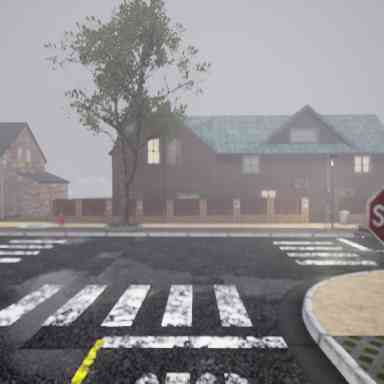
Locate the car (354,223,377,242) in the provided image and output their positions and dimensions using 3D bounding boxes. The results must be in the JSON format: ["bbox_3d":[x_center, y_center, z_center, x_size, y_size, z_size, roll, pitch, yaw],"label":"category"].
[{"bbox_3d":[9.779,1.489,13.828,5.357,1.411,2.033,0,1,0],"label":"car"}]

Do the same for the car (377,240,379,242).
[{"bbox_3d":[9.878,1.227,11.452,5.566,2.045,2.150,0,1,3],"label":"car"}]
